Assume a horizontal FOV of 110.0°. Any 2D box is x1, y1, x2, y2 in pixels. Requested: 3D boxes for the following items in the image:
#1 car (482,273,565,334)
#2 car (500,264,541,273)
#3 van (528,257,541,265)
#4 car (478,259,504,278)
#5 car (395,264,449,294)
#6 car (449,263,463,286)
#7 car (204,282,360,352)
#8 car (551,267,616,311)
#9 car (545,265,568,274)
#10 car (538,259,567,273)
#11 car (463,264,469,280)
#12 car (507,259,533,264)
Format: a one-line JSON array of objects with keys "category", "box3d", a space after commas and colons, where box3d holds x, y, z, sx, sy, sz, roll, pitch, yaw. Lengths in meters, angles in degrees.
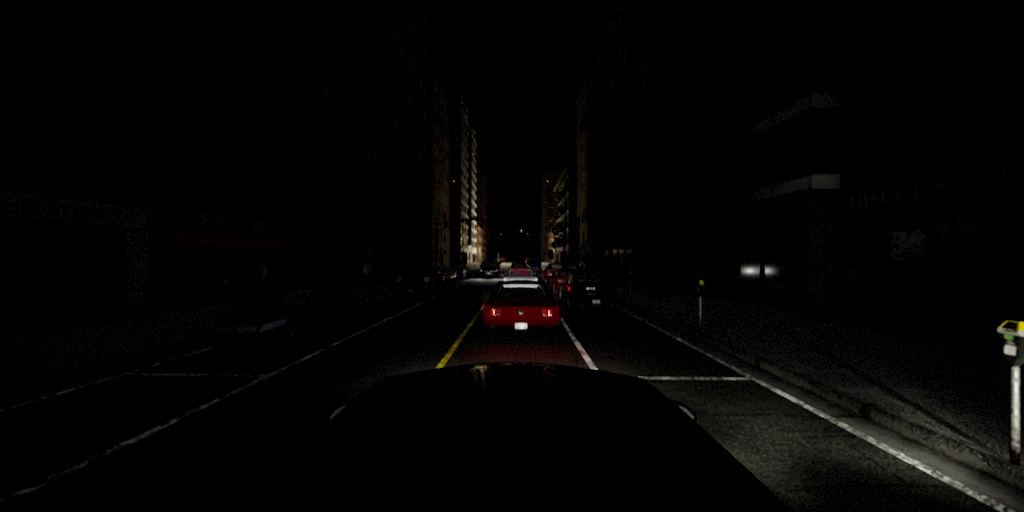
[{"category": "car", "box3d": [0.269, 1.354, 10.630, 1.895, 1.301, 4.718, 0, 0, 1]}, {"category": "car", "box3d": [0.495, 1.359, 21.085, 1.895, 1.301, 4.718, 0, 0, 1]}, {"category": "van", "box3d": [3.840, 1.111, 57.871, 1.690, 1.789, 3.998, 0, 0, 1]}, {"category": "car", "box3d": [-2.058, 1.309, 34.649, 1.812, 1.442, 4.674, 0, 0, 1]}, {"category": "car", "box3d": [-5.018, 1.197, 19.930, 1.967, 1.591, 4.097, 0, 0, 1]}, {"category": "car", "box3d": [-4.901, 1.284, 25.276, 1.751, 1.417, 4.829, 0, 0, 1]}, {"category": "car", "box3d": [-5.260, 1.335, 8.895, 1.802, 1.307, 4.207, 0, 0, 1]}, {"category": "car", "box3d": [2.884, 1.305, 14.243, 2.007, 1.370, 4.403, 0, 0, 1]}, {"category": "car", "box3d": [3.005, 1.339, 19.761, 1.802, 1.307, 4.207, 0, 0, 1]}, {"category": "car", "box3d": [3.126, 1.199, 25.279, 1.967, 1.591, 4.097, 0, 0, 1]}, {"category": "car", "box3d": [-4.777, 1.312, 30.963, 2.007, 1.370, 4.403, 0, 0, 1]}, {"category": "car", "box3d": [0.611, 1.287, 31.558, 1.812, 1.442, 4.674, 0, 0, -1]}]
